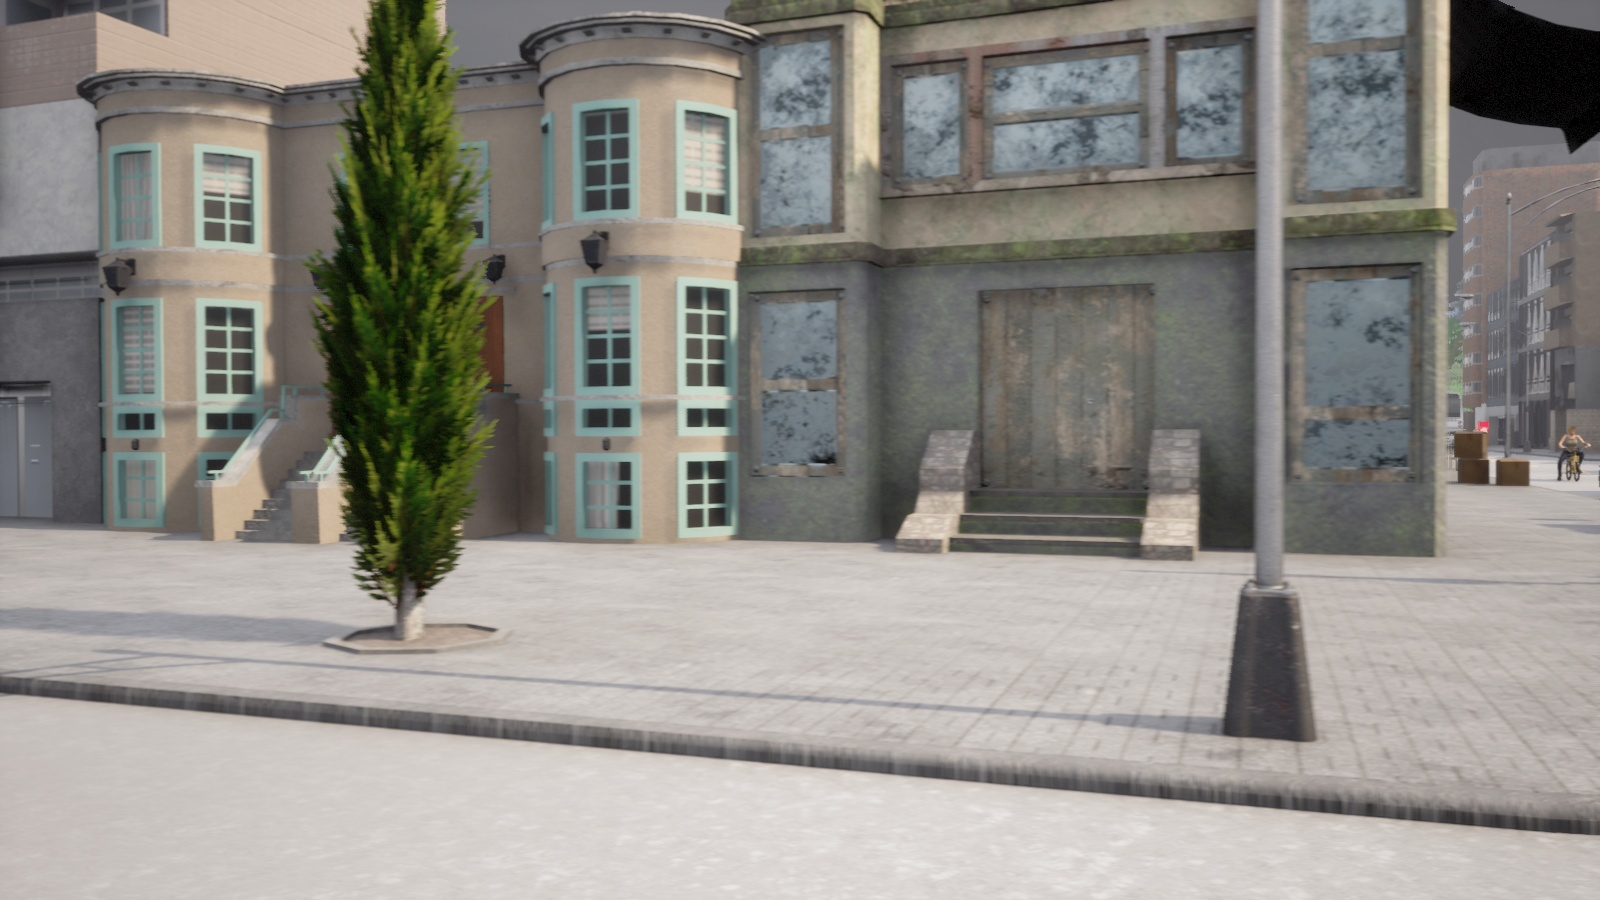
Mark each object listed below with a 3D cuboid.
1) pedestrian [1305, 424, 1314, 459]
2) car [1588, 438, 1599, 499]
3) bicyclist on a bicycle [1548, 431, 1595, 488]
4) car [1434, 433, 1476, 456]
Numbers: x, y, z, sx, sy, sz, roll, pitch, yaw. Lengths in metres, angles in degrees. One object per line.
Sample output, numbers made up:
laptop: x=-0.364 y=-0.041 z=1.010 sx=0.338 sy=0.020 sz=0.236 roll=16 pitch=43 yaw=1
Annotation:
pedestrian: x=28.765 y=-0.483 z=70.886 sx=0.396 sy=1.930 sz=0.692 roll=0 pitch=1 yaw=18
car: x=19.546 y=0.469 z=28.524 sx=1.812 sy=1.442 sz=4.674 roll=0 pitch=1 yaw=19
bicyclist on a bicycle: x=22.432 y=0.265 z=36.540 sx=0.866 sy=1.612 sz=1.509 roll=0 pitch=1 yaw=20
car: x=43.714 y=-0.375 z=83.826 sx=1.970 sy=1.475 sz=3.806 roll=0 pitch=1 yaw=20
